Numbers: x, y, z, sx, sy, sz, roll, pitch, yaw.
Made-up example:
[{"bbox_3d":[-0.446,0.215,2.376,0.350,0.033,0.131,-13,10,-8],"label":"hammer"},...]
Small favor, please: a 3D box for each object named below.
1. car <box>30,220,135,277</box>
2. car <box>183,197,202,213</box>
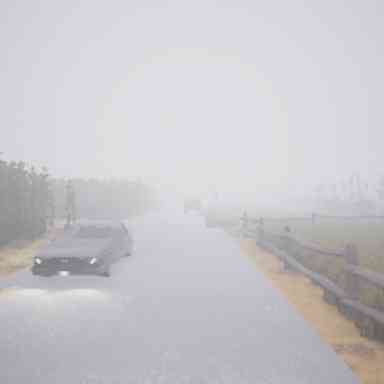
[{"bbox_3d":[-3.125,1.645,10.832,2.033,1.411,5.357,0,-1,1],"label":"car"},{"bbox_3d":[0.090,1.600,42.349,2.150,2.045,5.566,0,0,0],"label":"car"}]
